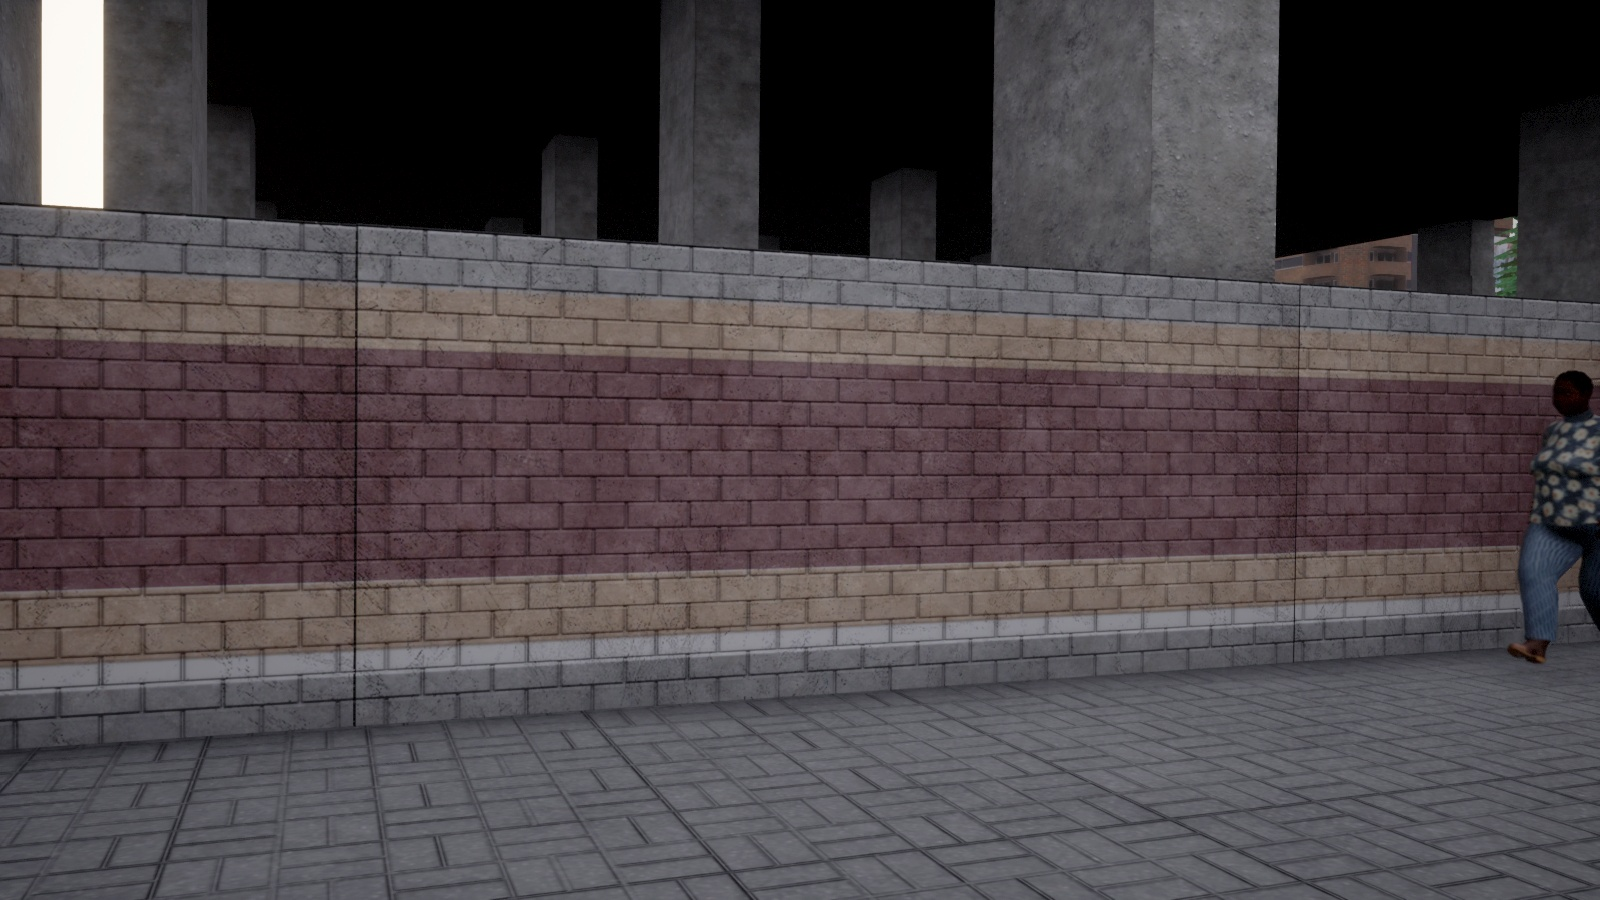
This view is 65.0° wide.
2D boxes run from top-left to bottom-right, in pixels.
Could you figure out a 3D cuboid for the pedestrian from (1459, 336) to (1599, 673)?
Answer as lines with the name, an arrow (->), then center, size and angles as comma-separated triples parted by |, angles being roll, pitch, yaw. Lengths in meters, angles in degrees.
pedestrian -> 4.638, 0.290, 7.484 | 0.900, 1.855, 0.874 | -1, 1, -20
